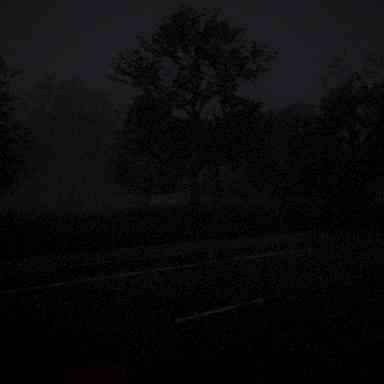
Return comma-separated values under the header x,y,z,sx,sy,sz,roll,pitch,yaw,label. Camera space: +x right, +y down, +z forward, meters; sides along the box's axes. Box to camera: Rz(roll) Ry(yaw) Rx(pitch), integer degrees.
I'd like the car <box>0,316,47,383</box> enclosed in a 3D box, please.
x,y,z,sx,sy,sz,roll,pitch,yaw,label
-3.482,1.539,1.426,5.357,1.411,2.033,0,0,-36,car
